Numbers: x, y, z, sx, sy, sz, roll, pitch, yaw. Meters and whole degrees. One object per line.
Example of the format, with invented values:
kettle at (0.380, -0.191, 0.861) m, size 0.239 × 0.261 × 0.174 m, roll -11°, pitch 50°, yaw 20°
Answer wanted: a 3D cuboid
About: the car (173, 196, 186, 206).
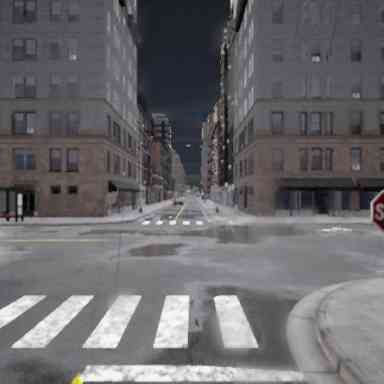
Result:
car at (-2.767, 1.983, 68.402) m, size 1.882 × 1.535 × 5.008 m, roll 0°, pitch 0°, yaw 0°
